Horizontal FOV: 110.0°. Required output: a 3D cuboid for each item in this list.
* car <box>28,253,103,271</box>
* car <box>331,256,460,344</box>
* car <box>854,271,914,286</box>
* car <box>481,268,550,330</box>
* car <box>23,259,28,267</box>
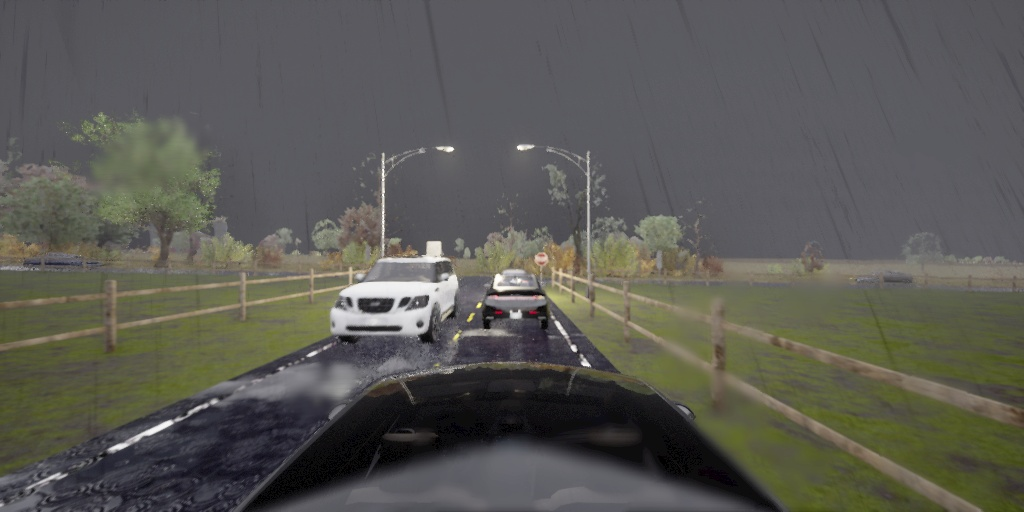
[{"bbox_3d":[-41.600,0.680,33.668,4.718,1.301,1.895,1,0,0],"label":"car"},{"bbox_3d":[-2.843,1.019,10.122,2.150,2.045,5.566,0,0,0],"label":"car"},{"bbox_3d":[37.797,2.258,36.496,4.902,1.511,2.128,1,0,0],"label":"car"},{"bbox_3d":[0.101,1.294,11.370,2.128,1.511,4.902,0,-1,0],"label":"car"},{"bbox_3d":[-46.589,0.443,36.547,4.902,1.511,2.128,1,0,1],"label":"car"}]
